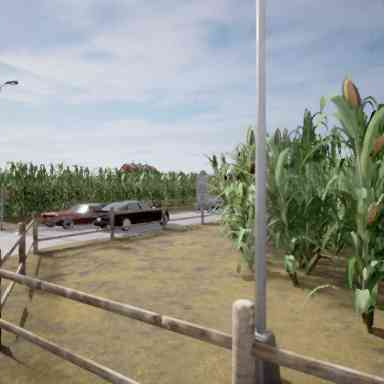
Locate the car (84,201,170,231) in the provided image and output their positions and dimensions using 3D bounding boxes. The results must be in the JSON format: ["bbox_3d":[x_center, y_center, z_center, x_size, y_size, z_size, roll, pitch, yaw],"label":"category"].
[{"bbox_3d":[-3.318,1.236,18.994,1.882,1.535,5.008,0,1,36],"label":"car"}]

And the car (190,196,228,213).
[{"bbox_3d":[1.772,1.103,31.011,2.128,1.511,4.902,0,1,36],"label":"car"}]

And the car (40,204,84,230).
[{"bbox_3d":[-6.421,1.377,19.617,1.895,1.301,4.718,0,1,37],"label":"car"}]
